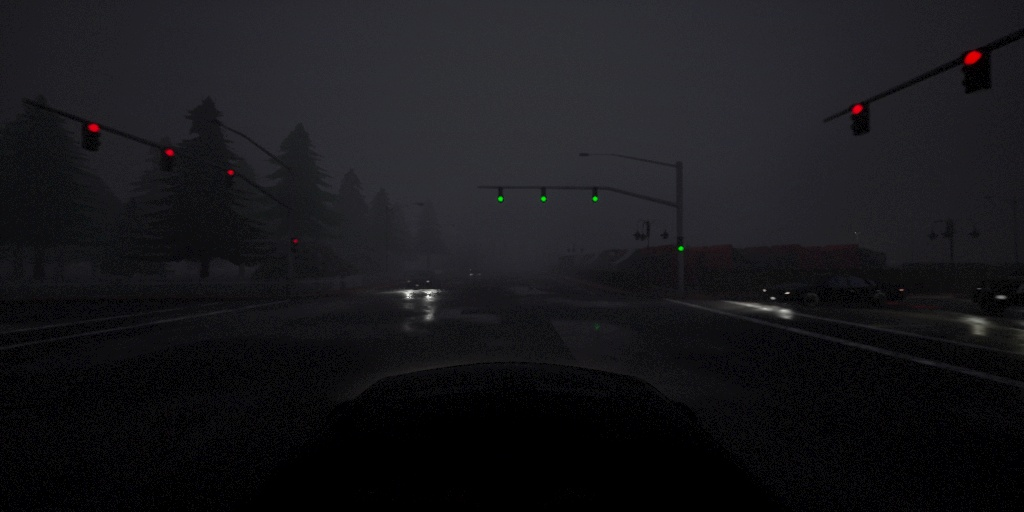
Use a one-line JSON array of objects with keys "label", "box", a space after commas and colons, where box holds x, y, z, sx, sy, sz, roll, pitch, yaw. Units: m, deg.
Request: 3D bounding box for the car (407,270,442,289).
[{"label": "car", "box": [-6.987, 1.898, 28.749, 1.812, 1.442, 4.674, 0, 0, 0]}]

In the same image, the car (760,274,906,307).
[{"label": "car", "box": [14.455, 1.517, 16.265, 5.357, 1.411, 2.033, 0, -1, 0]}]

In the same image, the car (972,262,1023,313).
[{"label": "car", "box": [20.177, 1.110, 12.809, 5.566, 2.045, 2.150, 0, -1, 0]}]
